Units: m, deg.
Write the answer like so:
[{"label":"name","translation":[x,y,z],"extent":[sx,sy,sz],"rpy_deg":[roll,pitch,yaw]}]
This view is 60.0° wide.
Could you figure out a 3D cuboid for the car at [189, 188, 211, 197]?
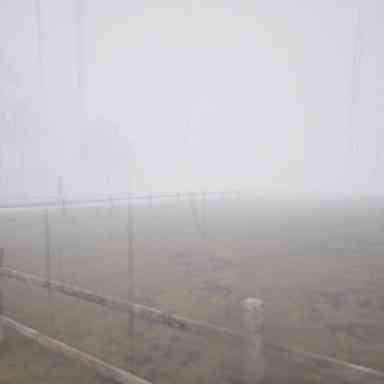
[{"label":"car","translation":[1.419,0.048,58.845],"extent":[1.882,1.535,5.008],"rpy_deg":[-1,1,35]}]
